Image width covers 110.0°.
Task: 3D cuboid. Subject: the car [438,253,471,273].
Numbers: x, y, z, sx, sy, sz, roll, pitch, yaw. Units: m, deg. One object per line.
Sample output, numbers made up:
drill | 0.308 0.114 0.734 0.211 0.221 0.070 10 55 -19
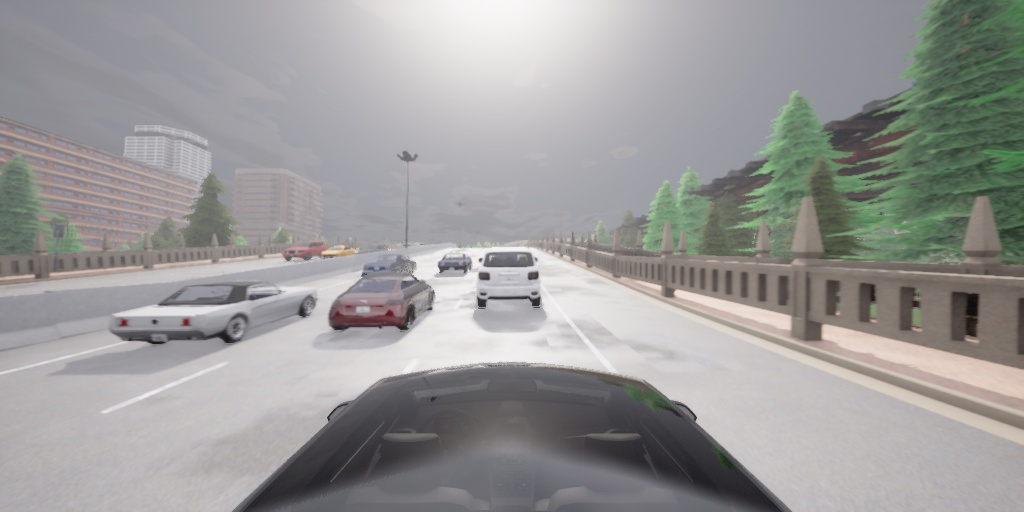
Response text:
car | -3.896 0.414 25.293 1.895 1.301 4.718 0 3 -1

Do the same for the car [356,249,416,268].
car | -7.355 0.579 21.951 2.033 1.411 5.357 0 3 -1

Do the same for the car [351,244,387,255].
car | -14.823 -0.503 38.129 2.097 1.767 4.553 0 3 -1

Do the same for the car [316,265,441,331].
car | -3.582 1.172 10.570 1.994 1.385 4.181 0 2 -1

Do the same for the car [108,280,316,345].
car | -7.067 1.275 9.376 1.895 1.301 4.718 0 2 -1

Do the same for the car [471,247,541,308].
car | -0.134 0.665 13.804 2.150 2.045 5.566 0 3 -1

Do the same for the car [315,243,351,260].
car | -18.320 -0.348 38.028 1.882 1.535 5.008 0 3 -1

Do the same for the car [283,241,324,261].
car | -21.826 -0.588 38.140 2.150 2.045 5.566 0 3 -1
